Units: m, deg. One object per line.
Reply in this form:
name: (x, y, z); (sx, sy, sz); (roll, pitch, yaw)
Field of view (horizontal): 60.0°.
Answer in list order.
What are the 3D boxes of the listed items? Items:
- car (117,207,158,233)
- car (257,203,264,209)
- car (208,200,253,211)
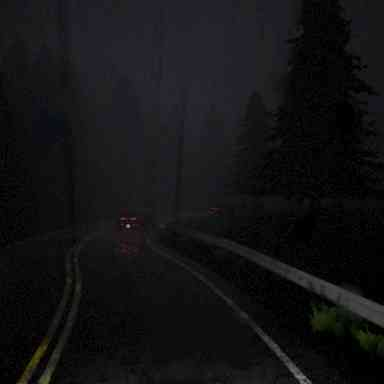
car: (-3.516, 1.798, 22.091); (1.837, 1.490, 4.892); (0, -1, 6)
car: (6.575, 1.670, 40.800); (4.718, 1.301, 1.895); (-2, 4, -35)
car: (3.883, 1.806, 34.574); (4.892, 1.490, 1.837); (-1, 3, -40)
